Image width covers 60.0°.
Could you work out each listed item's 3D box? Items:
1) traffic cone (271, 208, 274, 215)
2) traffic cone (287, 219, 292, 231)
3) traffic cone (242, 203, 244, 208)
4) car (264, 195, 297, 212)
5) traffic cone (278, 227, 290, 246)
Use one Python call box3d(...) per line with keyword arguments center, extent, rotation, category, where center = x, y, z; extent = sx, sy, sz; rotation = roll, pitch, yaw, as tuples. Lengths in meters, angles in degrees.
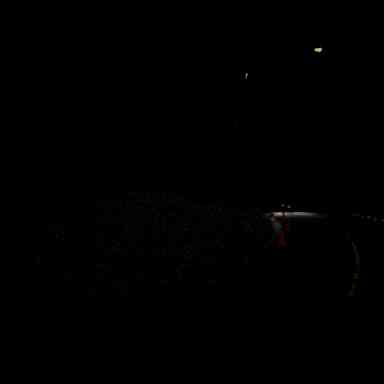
box3d(center=(6.580, 1.607, 27.220), extent=(0.340, 0.580, 0.340), rotation=(0, 1, 1), category="traffic cone")
box3d(center=(5.238, 1.787, 18.025), extent=(0.340, 0.580, 0.340), rotation=(0, 1, 16), category="traffic cone")
box3d(center=(5.578, 1.444, 36.520), extent=(0.340, 0.580, 0.340), rotation=(0, 1, -12), category="traffic cone")
box3d(center=(8.389, 1.059, 32.084), extent=(1.837, 1.490, 4.892), rotation=(0, 1, -7), category="car")
box3d(center=(3.711, 1.872, 13.629), extent=(0.340, 0.580, 0.340), rotation=(0, 1, 23), category="traffic cone")
